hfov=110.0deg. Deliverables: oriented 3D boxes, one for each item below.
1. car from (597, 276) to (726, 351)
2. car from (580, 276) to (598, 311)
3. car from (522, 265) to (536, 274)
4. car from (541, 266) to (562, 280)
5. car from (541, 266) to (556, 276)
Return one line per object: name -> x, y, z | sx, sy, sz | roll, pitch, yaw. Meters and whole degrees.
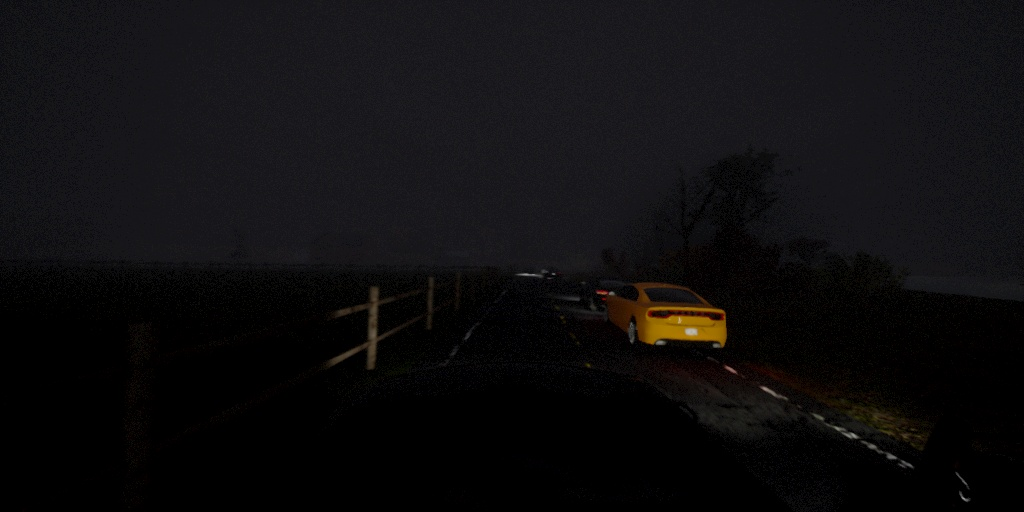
car -> 3.871, 1.464, 9.950 | 1.882, 1.535, 5.008 | 2, -1, 3
car -> 4.180, 1.595, 15.941 | 1.812, 1.442, 4.674 | 2, -1, 3
car -> 2.660, 2.103, 55.726 | 1.994, 1.385, 4.181 | 2, -1, 3
car -> 4.763, 1.987, 41.928 | 1.994, 1.385, 4.181 | 2, -1, 3
car -> 5.250, 2.189, 52.637 | 1.895, 1.301, 4.718 | 2, -1, 3
